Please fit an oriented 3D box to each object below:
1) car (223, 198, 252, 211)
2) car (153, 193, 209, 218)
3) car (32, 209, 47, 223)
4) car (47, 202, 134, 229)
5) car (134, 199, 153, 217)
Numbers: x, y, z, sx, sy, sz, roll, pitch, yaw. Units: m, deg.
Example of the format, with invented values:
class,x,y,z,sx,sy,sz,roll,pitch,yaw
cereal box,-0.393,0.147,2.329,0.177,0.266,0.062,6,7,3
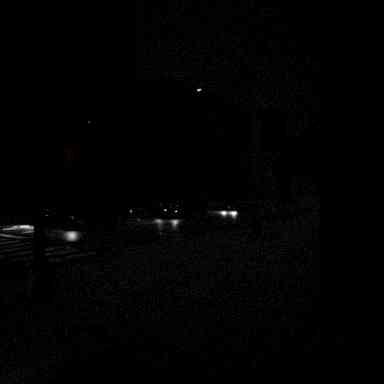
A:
class,x,y,z,sx,sy,sz,roll,pitch,yaw
car,5.175,1.421,37.663,1.994,1.385,4.181,0,0,36
car,-0.592,1.121,29.559,2.150,2.045,5.566,0,0,35
car,-8.940,1.511,23.388,1.994,1.385,4.181,0,0,35
car,-6.337,1.419,21.452,1.882,1.535,5.008,0,0,34
car,-3.825,1.402,30.608,2.128,1.511,4.902,0,0,35
